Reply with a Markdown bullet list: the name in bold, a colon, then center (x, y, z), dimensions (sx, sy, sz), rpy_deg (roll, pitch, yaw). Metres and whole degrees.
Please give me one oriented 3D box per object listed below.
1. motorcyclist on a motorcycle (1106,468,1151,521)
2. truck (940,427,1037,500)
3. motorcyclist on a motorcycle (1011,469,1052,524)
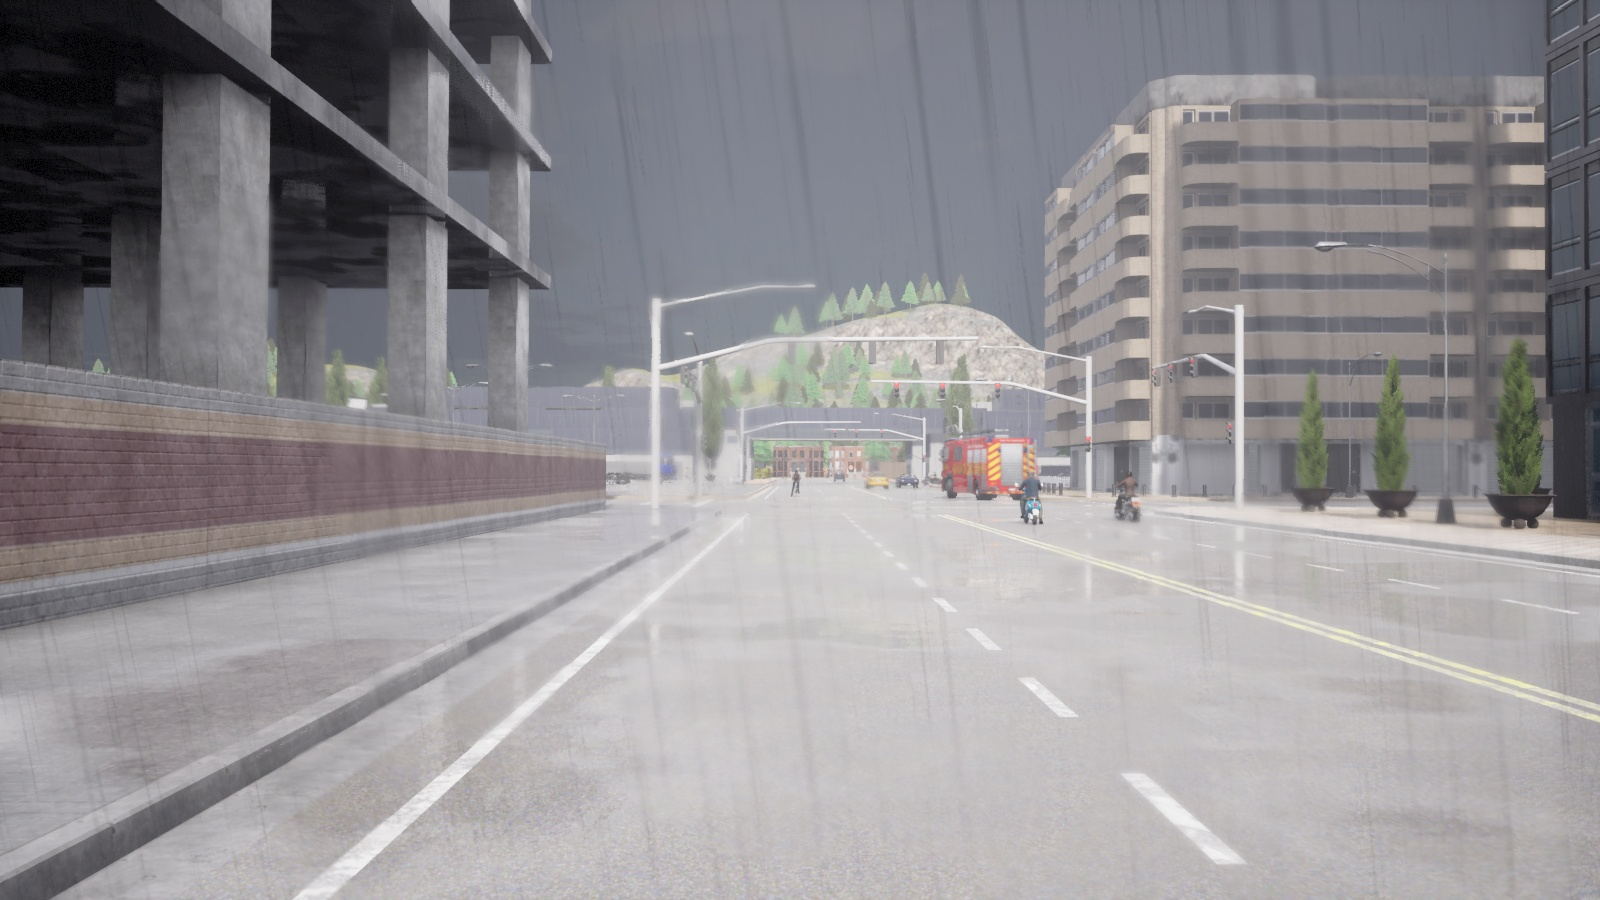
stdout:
- **motorcyclist on a motorcycle**: center (10.392, 1.390, 39.816), dimensions (0.766, 1.649, 2.350), rpy_deg (0, -1, 0)
- **truck**: center (10.431, 0.781, 70.540), dimensions (2.891, 3.827, 8.468), rpy_deg (0, -1, -10)
- **motorcyclist on a motorcycle**: center (6.898, 1.369, 37.519), dimensions (0.866, 1.590, 1.817), rpy_deg (0, -1, 0)
